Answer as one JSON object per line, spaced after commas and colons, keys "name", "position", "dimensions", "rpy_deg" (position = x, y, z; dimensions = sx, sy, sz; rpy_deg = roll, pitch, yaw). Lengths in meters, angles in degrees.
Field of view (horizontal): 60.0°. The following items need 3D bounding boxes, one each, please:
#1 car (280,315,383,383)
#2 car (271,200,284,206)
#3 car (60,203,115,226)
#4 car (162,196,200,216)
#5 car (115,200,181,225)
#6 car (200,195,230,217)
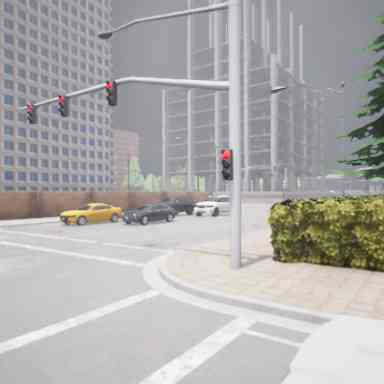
{"name": "car", "position": [2.902, 1.593, 1.898], "dimensions": [4.718, 1.301, 1.895], "rpy_deg": [0, 0, 36]}
{"name": "car", "position": [11.042, 1.682, 39.310], "dimensions": [2.033, 1.411, 5.357], "rpy_deg": [0, 0, 36]}
{"name": "car", "position": [-7.636, 1.653, 25.503], "dimensions": [1.882, 1.535, 5.008], "rpy_deg": [0, 0, 35]}
{"name": "car", "position": [-1.866, 1.397, 33.592], "dimensions": [2.150, 2.045, 5.566], "rpy_deg": [0, 0, 35]}
{"name": "car", "position": [-3.247, 1.660, 25.629], "dimensions": [1.837, 1.490, 4.892], "rpy_deg": [0, 0, 36]}
{"name": "car", "position": [2.479, 1.377, 33.639], "dimensions": [2.150, 2.045, 5.566], "rpy_deg": [0, 0, 36]}
